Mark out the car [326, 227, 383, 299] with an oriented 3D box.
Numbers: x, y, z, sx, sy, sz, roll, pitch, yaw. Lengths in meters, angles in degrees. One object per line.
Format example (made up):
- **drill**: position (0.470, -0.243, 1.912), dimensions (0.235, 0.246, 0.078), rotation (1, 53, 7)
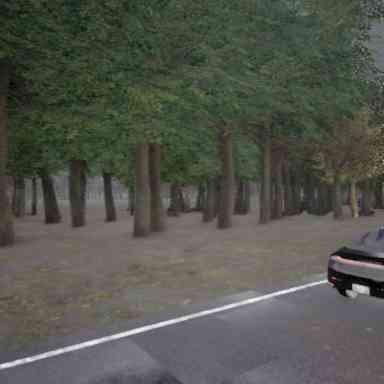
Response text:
- **car**: position (4.950, 1.500, 7.275), dimensions (4.902, 1.511, 2.128), rotation (0, 0, -36)
